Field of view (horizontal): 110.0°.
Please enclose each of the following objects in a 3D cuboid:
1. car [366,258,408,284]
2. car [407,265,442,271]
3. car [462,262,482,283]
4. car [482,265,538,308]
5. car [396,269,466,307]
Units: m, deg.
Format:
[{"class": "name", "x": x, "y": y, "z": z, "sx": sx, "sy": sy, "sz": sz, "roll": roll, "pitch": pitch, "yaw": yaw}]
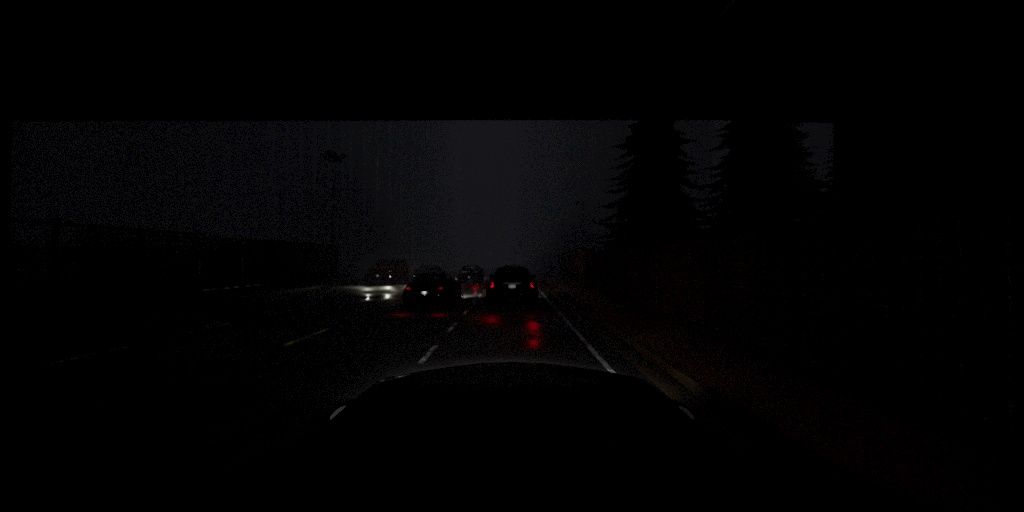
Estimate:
[{"class": "car", "x": -10.480, "y": 1.222, "z": 30.727, "sx": 2.150, "sy": 2.045, "sz": 5.566, "roll": 0, "pitch": -1, "yaw": 0}, {"class": "car", "x": -6.985, "y": 1.491, "z": 30.280, "sx": 1.882, "sy": 1.535, "sz": 5.008, "roll": 0, "pitch": -1, "yaw": 0}, {"class": "car", "x": -3.498, "y": 1.514, "z": 31.299, "sx": 2.128, "sy": 1.511, "sz": 4.902, "roll": 0, "pitch": 0, "yaw": -1}, {"class": "car", "x": 0.012, "y": 1.232, "z": 16.088, "sx": 2.097, "sy": 1.767, "sz": 4.553, "roll": 0, "pitch": -1, "yaw": 0}, {"class": "car", "x": -3.486, "y": 1.448, "z": 16.297, "sx": 1.994, "sy": 1.385, "sz": 4.181, "roll": 0, "pitch": 0, "yaw": 0}]
